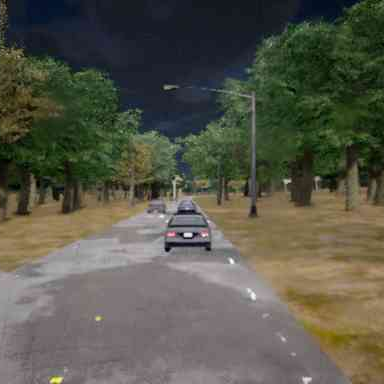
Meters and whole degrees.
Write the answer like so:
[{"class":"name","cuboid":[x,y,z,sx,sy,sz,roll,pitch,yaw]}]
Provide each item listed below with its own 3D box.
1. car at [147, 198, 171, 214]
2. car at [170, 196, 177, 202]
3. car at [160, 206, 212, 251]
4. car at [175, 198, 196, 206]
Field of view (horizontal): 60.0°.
[{"class":"car","cuboid":[-3.701,1.603,35.942,2.033,1.411,5.357,0,0,-1]},{"class":"car","cuboid":[-4.224,1.674,76.850,2.033,1.411,5.357,0,0,-1]},{"class":"car","cuboid":[-0.176,1.559,14.215,2.033,1.411,5.357,0,0,-1]},{"class":"car","cuboid":[-0.500,1.612,35.293,1.994,1.385,4.181,0,0,-1]}]
